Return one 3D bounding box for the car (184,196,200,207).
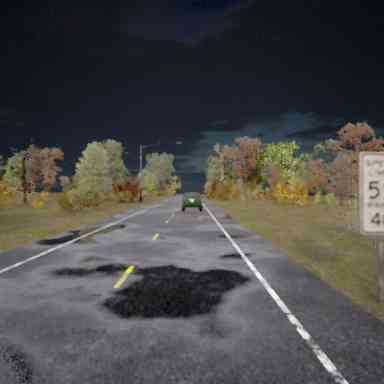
[{"bbox_3d":[0.016,1.274,47.325,2.033,1.411,5.357,0,0,0],"label":"car"}]

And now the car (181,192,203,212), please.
[{"bbox_3d":[0.007,1.007,35.992,2.150,2.045,5.566,0,0,0],"label":"car"}]
